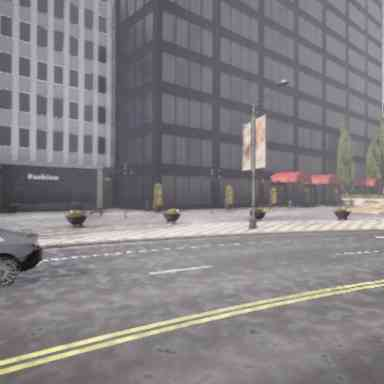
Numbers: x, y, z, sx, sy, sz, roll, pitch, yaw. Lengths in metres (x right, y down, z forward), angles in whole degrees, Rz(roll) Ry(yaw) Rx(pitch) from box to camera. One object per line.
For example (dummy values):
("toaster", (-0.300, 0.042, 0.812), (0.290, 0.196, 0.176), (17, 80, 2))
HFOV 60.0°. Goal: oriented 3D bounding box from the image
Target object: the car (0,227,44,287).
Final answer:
("car", (-6.126, 1.498, 7.755), (4.902, 1.511, 2.128), (0, 0, -36))
